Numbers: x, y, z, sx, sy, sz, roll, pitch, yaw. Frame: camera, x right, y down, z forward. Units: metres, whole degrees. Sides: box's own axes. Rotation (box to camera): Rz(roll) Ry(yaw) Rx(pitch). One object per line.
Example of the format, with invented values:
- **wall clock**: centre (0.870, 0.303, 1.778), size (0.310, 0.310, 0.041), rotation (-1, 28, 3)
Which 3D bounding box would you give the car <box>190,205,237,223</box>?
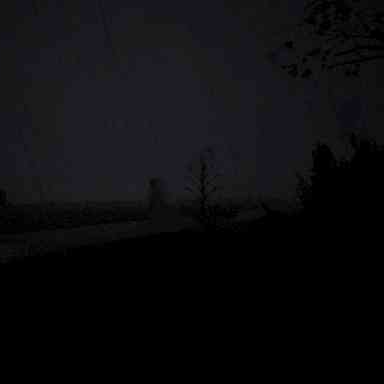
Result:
- **car**: centre (1.952, 1.676, 26.510), size (1.895, 1.301, 4.718), rotation (0, 0, 36)
